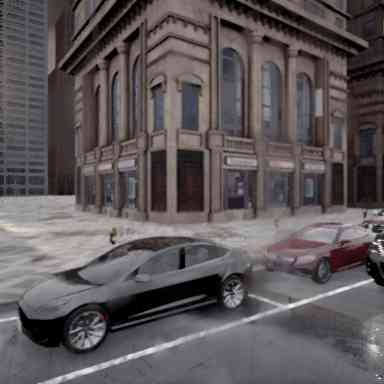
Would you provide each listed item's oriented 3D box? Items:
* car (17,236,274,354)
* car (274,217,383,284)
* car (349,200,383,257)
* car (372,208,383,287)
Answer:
[{"bbox_3d":[-0.744,1.549,6.113,4.313,1.339,1.947,0,0,-35],"label":"car"},{"bbox_3d":[3.817,1.533,9.364,4.206,1.307,1.802,0,0,-35],"label":"car"},{"bbox_3d":[8.378,1.234,12.614,5.009,1.841,2.192,0,0,-35],"label":"car"},{"bbox_3d":[6.475,1.164,7.992,5.566,2.045,2.150,0,0,-35],"label":"car"}]
